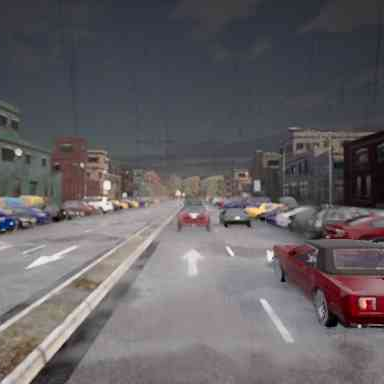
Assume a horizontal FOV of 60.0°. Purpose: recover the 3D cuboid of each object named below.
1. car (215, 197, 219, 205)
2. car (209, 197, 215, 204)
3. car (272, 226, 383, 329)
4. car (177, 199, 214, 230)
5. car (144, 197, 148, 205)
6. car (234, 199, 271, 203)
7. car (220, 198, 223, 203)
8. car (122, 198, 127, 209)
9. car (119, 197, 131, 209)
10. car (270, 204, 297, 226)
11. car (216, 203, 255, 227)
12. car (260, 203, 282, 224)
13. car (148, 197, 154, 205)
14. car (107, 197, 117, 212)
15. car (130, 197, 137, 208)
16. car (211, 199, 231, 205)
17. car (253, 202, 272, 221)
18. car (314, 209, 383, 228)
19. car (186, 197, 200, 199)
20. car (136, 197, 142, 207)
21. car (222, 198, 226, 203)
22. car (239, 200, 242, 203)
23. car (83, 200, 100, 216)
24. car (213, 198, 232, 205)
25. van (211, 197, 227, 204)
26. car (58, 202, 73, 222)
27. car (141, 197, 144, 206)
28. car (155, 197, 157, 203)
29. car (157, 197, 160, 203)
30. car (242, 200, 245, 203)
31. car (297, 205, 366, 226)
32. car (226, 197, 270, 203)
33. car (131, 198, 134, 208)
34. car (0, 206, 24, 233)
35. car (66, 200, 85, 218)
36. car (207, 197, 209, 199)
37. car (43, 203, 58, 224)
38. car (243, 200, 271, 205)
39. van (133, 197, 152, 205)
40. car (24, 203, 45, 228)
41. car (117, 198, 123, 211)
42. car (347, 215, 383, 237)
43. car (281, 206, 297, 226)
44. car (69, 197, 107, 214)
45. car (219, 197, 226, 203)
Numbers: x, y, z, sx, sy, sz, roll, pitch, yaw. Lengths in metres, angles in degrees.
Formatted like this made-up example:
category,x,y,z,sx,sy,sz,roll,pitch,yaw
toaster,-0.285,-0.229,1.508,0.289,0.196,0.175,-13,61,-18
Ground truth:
category,x,y,z,sx,sy,sz,roll,pitch,yaw
car,7.623,1.973,62.337,5.566,2.045,2.435,0,-1,0
car,7.664,2.248,81.639,5.566,2.045,2.435,0,-1,0
car,3.108,1.657,7.036,1.895,1.301,4.718,0,0,0
car,0.125,1.553,22.582,2.097,1.767,4.553,0,-1,0
car,-12.567,2.038,68.908,5.566,2.045,2.435,0,-1,0
car,7.857,1.855,37.522,5.366,1.575,1.946,0,-1,0
car,7.653,2.182,56.948,4.674,1.452,2.002,0,-1,0
car,-12.598,2.047,49.458,4.792,1.488,2.163,0,-1,0
car,-12.804,2.053,52.239,5.366,1.575,1.946,0,-1,0
car,7.662,1.706,21.010,4.674,1.452,2.002,0,-1,0
car,3.128,1.790,24.845,1.994,1.385,4.181,0,-1,0
car,7.638,1.723,23.732,4.792,1.488,2.163,0,-1,0
car,-12.590,2.478,82.801,4.892,1.521,2.231,0,-1,0
car,-12.681,1.654,41.125,5.566,2.045,2.435,0,-1,0
car,-12.608,2.133,57.671,5.008,1.535,2.097,0,-1,0
car,7.626,2.567,87.028,5.008,1.535,2.097,0,-1,0
car,7.641,1.754,26.487,4.792,1.488,2.163,0,-1,0
car,7.649,1.585,12.703,5.008,1.535,2.097,0,-1,0
car,0.130,1.644,41.075,2.150,2.045,5.566,0,-1,0
car,-12.601,2.213,63.346,5.008,1.535,2.097,0,-1,0
car,7.655,2.054,51.304,5.008,1.535,2.097,0,-1,0
car,7.703,1.853,34.763,4.792,1.488,2.163,0,-1,0
car,-12.668,1.875,35.439,4.674,1.452,2.002,0,-1,0
car,7.664,2.407,84.273,4.553,1.767,2.185,0,-1,0
van,7.510,2.411,92.671,4.442,1.987,1.878,0,-1,0
car,-12.725,1.767,27.103,4.792,1.488,2.163,0,-1,0
car,-12.589,2.252,66.125,4.892,1.521,2.231,0,-1,0
car,-12.599,2.625,91.138,4.674,1.452,2.002,0,-1,0
car,-12.411,2.618,93.918,5.366,1.575,1.946,0,-1,0
car,7.861,1.786,32.007,5.366,1.575,1.946,0,-1,0
car,7.626,1.485,15.461,4.553,1.767,2.185,0,-1,0
car,7.639,1.681,43.037,5.566,2.045,2.435,0,-1,0
car,-12.639,2.125,55.016,4.792,1.488,2.163,0,-1,0
car,-12.715,1.650,18.892,5.008,1.535,2.097,0,-1,0
car,-12.694,1.770,29.883,4.892,1.521,2.231,0,-1,0
car,7.657,2.352,89.913,5.566,2.045,2.435,0,-1,0
car,-12.702,1.747,24.324,4.674,1.452,2.002,0,-1,0
car,7.488,1.753,29.245,5.366,1.575,1.946,0,-1,0
van,-12.713,2.287,85.584,4.442,1.987,1.878,0,-1,0
car,-12.718,1.679,21.671,4.892,1.521,2.231,0,-1,0
car,-12.607,2.008,46.681,4.792,1.488,2.163,0,-1,0
car,7.622,1.590,9.947,4.792,1.488,2.163,0,-1,0
car,7.690,1.666,18.216,4.792,1.488,2.163,0,-1,0
car,-12.694,1.745,38.311,4.553,1.767,2.185,0,-1,0
car,7.622,2.057,59.578,4.553,1.767,2.185,0,-1,0
